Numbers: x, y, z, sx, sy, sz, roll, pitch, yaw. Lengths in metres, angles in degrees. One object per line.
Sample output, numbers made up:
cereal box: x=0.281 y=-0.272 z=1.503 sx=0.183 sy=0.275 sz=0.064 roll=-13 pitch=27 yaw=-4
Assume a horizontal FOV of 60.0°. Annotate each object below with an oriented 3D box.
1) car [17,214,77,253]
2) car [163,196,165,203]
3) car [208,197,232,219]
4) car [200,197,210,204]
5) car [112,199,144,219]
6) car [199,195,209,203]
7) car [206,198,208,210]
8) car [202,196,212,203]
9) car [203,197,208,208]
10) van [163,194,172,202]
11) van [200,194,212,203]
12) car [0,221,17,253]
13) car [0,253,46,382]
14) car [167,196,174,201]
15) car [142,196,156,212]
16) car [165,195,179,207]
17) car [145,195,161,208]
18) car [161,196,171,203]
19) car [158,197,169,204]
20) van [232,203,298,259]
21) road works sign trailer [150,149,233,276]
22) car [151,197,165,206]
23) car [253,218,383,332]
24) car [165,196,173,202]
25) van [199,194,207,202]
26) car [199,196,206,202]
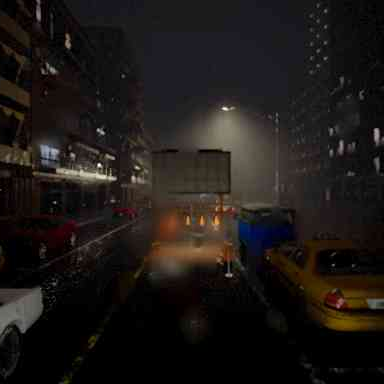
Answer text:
car: x=-5.702 y=1.551 z=12.313 sx=1.887 sy=1.381 sz=4.507 roll=0 pitch=0 yaw=0
car: x=-5.725 y=1.604 z=51.001 sx=2.008 sy=1.369 sz=4.403 roll=0 pitch=0 yaw=0
car: x=2.667 y=1.463 z=28.898 sx=1.967 sy=1.590 sz=4.097 roll=0 pitch=0 yaw=0
car: x=2.645 y=1.649 z=67.585 sx=1.947 sy=1.339 sz=4.313 roll=0 pitch=0 yaw=0
car: x=-5.712 y=1.568 z=28.894 sx=1.887 sy=1.381 sz=4.507 roll=0 pitch=0 yaw=0
car: x=2.641 y=1.535 z=73.111 sx=1.967 sy=1.590 sz=4.097 roll=0 pitch=0 yaw=0
car: x=2.664 y=1.556 z=34.595 sx=1.752 sy=1.417 sz=4.829 roll=0 pitch=0 yaw=0
car: x=2.658 y=1.627 z=45.478 sx=1.802 sy=1.307 sz=4.206 roll=0 pitch=0 yaw=0
car: x=2.661 y=1.619 z=39.952 sx=1.802 sy=1.307 sz=4.206 roll=0 pitch=0 yaw=0
van: x=-5.743 y=1.448 z=78.634 sx=1.690 sy=1.788 sz=3.998 roll=0 pitch=0 yaw=0
van: x=2.650 y=1.404 z=56.532 sx=1.690 sy=1.788 sz=3.998 roll=0 pitch=0 yaw=0
car: x=-5.699 y=1.528 z=6.617 sx=1.752 sy=1.417 sz=4.829 roll=0 pitch=0 yaw=0
car: x=-3.104 y=1.602 z=2.650 sx=1.895 sy=1.301 sz=4.718 roll=0 pitch=0 yaw=0
car: x=-5.748 y=1.716 z=89.686 sx=1.802 sy=1.307 sz=4.206 roll=0 pitch=0 yaw=0
car: x=-5.719 y=1.562 z=39.778 sx=1.752 sy=1.417 sz=4.829 roll=0 pitch=0 yaw=0
car: x=-3.044 y=1.563 z=52.656 sx=1.837 sy=1.490 sz=4.892 roll=0 pitch=-1 yaw=0
car: x=-5.724 y=1.360 z=45.474 sx=2.192 sy=1.841 sz=5.009 roll=0 pitch=0 yaw=0
car: x=-5.738 y=1.640 z=73.107 sx=1.887 sy=1.381 sz=4.507 roll=0 pitch=0 yaw=0
car: x=-5.735 y=1.649 z=67.580 sx=1.947 sy=1.339 sz=4.313 roll=0 pitch=0 yaw=0
van: x=2.677 y=1.348 z=12.318 sx=1.690 sy=1.788 sz=3.998 roll=0 pitch=0 yaw=0
road works sign trailer: x=-0.007 y=0.469 z=10.315 sx=2.380 sy=3.560 sz=2.880 roll=0 pitch=0 yaw=0
car: x=-5.728 y=1.613 z=56.527 sx=2.008 sy=1.369 sz=4.403 roll=0 pitch=0 yaw=0
car: x=2.681 y=1.529 z=6.962 sx=1.752 sy=1.417 sz=4.829 roll=0 pitch=0 yaw=0
car: x=-5.745 y=1.702 z=84.160 sx=1.802 sy=1.307 sz=4.206 roll=0 pitch=0 yaw=0
van: x=2.637 y=1.449 z=78.639 sx=1.690 sy=1.788 sz=3.998 roll=0 pitch=0 yaw=0
car: x=2.635 y=1.646 z=84.334 sx=1.752 sy=1.417 sz=4.829 roll=0 pitch=0 yaw=0
